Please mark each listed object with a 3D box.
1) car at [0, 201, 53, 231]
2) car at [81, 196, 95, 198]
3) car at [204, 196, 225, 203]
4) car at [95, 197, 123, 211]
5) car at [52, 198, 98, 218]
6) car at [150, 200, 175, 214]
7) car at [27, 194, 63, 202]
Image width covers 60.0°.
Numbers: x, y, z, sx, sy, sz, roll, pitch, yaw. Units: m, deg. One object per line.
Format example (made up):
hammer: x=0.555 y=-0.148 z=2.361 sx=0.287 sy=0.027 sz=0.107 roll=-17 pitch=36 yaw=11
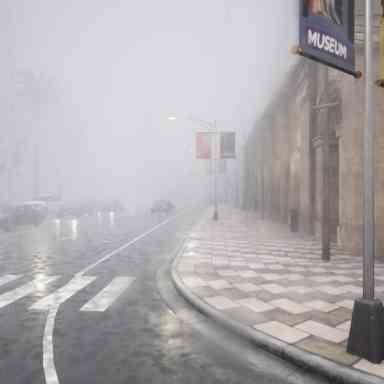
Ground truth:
car: x=-11.173 y=1.547 z=20.815 sx=2.033 sy=1.411 sz=5.357 roll=0 pitch=0 yaw=4
car: x=-13.089 y=1.352 z=41.519 sx=2.097 sy=1.767 sz=4.553 roll=0 pitch=0 yaw=5
car: x=4.643 y=1.503 z=66.617 sx=4.902 sy=1.511 sz=2.128 roll=0 pitch=-2 yaw=-34
car: x=-9.692 y=1.526 z=40.076 sx=1.812 sy=1.442 sz=4.674 roll=0 pitch=0 yaw=5
car: x=-10.482 y=1.526 z=30.218 sx=1.812 sy=1.442 sz=4.674 roll=0 pitch=0 yaw=5
car: x=-3.036 y=1.551 z=34.648 sx=2.033 sy=1.411 sz=5.357 roll=0 pitch=0 yaw=5
car: x=-13.919 y=1.221 z=31.227 sx=2.150 sy=2.045 sz=5.566 roll=0 pitch=0 yaw=4
